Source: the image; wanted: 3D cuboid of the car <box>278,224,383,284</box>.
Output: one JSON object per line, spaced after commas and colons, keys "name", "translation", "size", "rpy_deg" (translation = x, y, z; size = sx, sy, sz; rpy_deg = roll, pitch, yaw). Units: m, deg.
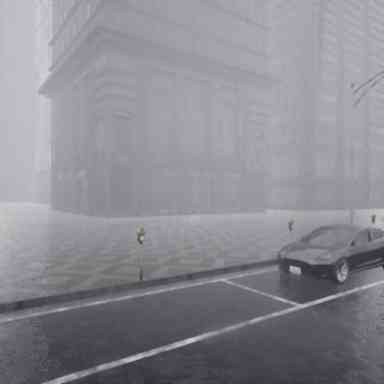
{"name": "car", "translation": [4.428, 1.652, 9.815], "size": [4.313, 1.339, 1.947], "rpy_deg": [1, -1, -36]}
